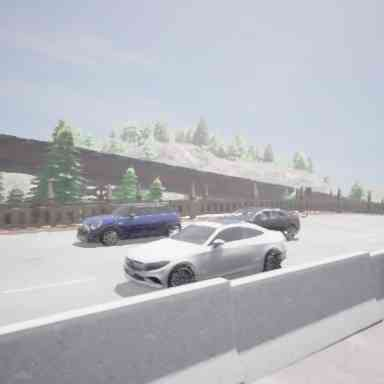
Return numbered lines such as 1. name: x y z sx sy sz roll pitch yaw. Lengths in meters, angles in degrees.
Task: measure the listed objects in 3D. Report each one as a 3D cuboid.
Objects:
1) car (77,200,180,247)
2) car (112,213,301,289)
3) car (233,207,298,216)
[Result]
1. car: -2.704 1.290 14.918 4.553 1.767 2.097 0 0 -35
2. car: 0.555 1.482 8.653 4.674 1.442 1.812 0 0 -35
3. car: 2.682 1.411 14.425 4.902 1.511 2.128 -1 0 -35
